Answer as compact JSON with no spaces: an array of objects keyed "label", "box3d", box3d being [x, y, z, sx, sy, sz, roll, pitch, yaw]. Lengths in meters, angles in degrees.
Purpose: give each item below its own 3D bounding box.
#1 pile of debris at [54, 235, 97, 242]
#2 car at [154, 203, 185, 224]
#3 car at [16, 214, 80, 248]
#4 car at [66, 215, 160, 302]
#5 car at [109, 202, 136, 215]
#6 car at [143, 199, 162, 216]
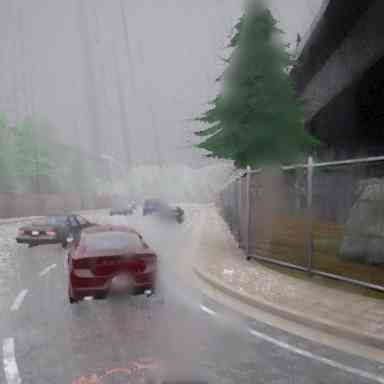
[{"label":"pile of debris","box3d":[-6.035,2.429,17.384,1.500,0.140,1.860,1,-1,3]},{"label":"car","box3d":[-1.770,2.029,30.406,2.128,1.511,4.902,1,-1,3]},{"label":"car","box3d":[-6.179,1.776,16.098,2.033,1.411,5.357,1,-1,5]},{"label":"car","box3d":[-2.225,1.619,8.794,1.882,1.535,5.008,0,-1,-19]},{"label":"car","box3d":[-8.491,2.199,39.987,1.994,1.385,4.181,1,-1,3]},{"label":"car","box3d":[-4.703,1.931,41.765,2.150,2.045,5.566,1,-1,3]}]
